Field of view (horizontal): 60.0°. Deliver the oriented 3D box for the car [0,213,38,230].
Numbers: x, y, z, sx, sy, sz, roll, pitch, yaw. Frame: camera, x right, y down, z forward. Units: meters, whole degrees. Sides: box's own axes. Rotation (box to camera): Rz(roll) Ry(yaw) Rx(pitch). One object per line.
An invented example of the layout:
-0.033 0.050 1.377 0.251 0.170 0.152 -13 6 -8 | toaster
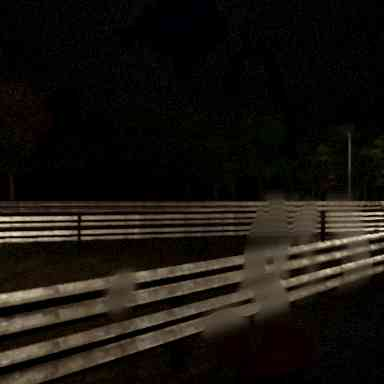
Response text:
-10.062 1.381 15.225 5.357 1.411 2.033 0 0 -18 | car
